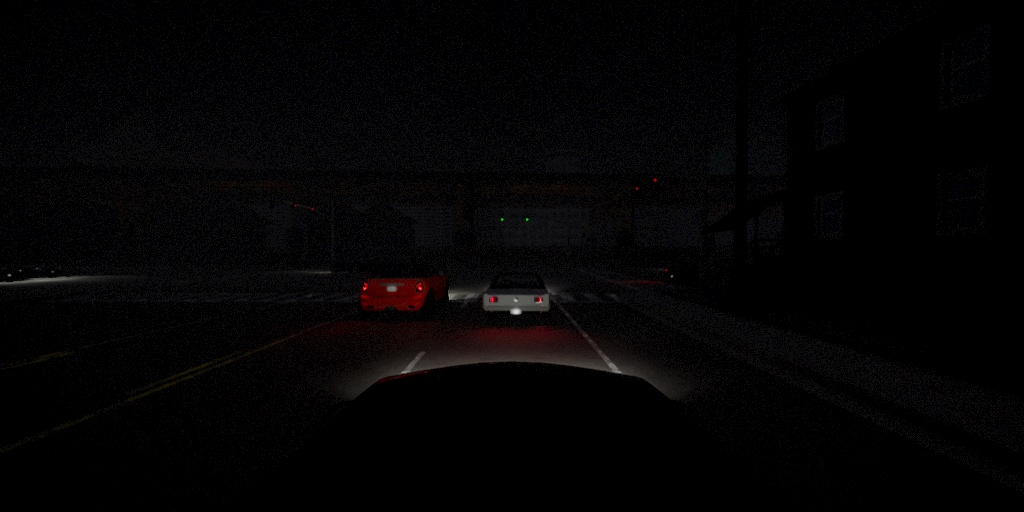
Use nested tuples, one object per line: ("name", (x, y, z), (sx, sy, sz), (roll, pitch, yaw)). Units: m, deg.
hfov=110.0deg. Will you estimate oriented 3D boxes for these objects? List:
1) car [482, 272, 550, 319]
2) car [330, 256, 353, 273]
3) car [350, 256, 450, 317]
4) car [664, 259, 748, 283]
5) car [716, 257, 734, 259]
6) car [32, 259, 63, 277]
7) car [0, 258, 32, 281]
("car", (0.216, 1.187, 11.978), (1.895, 1.301, 4.718), (0, 1, 3))
("car", (-13.774, 0.756, 31.251), (5.008, 1.535, 1.882), (1, 0, 30))
("car", (-3.502, 0.930, 12.472), (2.097, 1.767, 4.553), (0, 1, -1))
("car", (12.535, 1.011, 23.099), (4.718, 1.301, 1.895), (0, 1, 1))
("car", (21.977, 0.751, 37.133), (4.181, 1.385, 1.994), (0, 1, 0))
("car", (-36.092, 0.881, 26.353), (4.674, 1.442, 1.812), (0, 1, 0))
("car", (-34.324, 0.937, 22.853), (4.674, 1.442, 1.812), (0, 1, 0))
